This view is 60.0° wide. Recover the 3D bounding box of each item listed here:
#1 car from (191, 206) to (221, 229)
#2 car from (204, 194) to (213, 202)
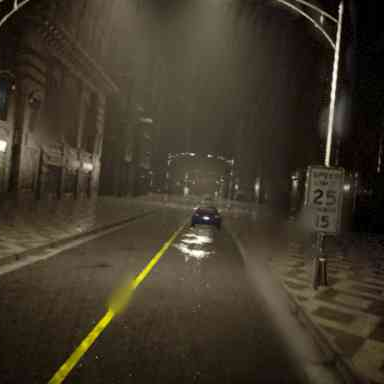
[{"bbox_3d":[1.038,1.672,23.448,1.994,1.385,4.181,5,0,3],"label":"car"},{"bbox_3d":[4.398,1.619,88.610,2.150,2.045,5.566,5,0,3],"label":"car"}]
